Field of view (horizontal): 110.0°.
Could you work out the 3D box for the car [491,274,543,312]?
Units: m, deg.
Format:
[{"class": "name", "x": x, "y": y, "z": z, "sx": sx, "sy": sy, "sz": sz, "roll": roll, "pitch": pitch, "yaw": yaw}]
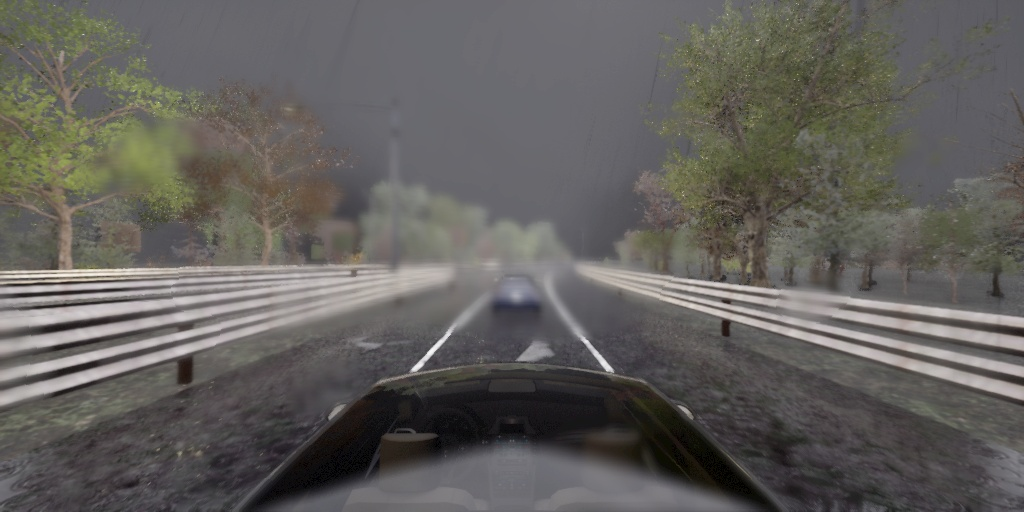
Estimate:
[{"class": "car", "x": 0.275, "y": 1.459, "z": 15.017, "sx": 1.994, "sy": 1.385, "sz": 4.181, "roll": 0, "pitch": -1, "yaw": 3}]
